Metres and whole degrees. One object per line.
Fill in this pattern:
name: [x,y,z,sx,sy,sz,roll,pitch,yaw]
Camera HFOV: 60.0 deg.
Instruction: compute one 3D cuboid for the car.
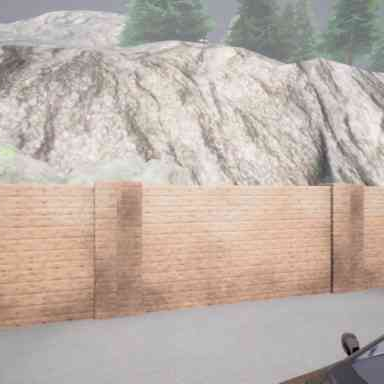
car: [2.193,1.492,1.896,4.902,1.511,2.128,0,0,-18]
